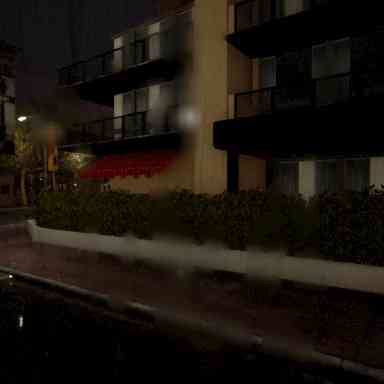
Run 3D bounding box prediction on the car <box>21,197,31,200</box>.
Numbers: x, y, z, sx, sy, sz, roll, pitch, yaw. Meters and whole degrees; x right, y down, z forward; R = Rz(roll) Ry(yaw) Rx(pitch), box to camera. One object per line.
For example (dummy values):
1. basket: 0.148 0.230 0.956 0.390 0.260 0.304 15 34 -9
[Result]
1. car: -35.606 1.481 67.647 4.892 1.521 2.231 0 0 36
